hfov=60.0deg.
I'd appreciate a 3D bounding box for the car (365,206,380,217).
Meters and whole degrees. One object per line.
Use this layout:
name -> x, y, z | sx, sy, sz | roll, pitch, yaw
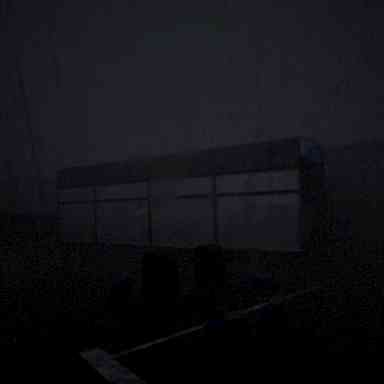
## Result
car -> 24.997, 2.819, 47.530 | 4.611, 1.667, 2.242 | 0, -3, -41
